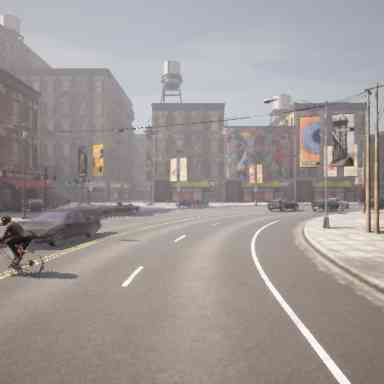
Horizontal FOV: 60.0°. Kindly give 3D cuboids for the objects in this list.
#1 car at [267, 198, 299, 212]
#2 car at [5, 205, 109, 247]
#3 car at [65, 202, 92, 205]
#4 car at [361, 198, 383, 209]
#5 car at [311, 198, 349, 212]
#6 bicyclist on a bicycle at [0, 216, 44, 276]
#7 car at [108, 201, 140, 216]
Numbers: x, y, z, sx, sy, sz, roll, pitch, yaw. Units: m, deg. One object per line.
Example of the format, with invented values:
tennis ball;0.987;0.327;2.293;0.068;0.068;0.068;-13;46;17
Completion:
car;10.768;1.491;39.205;4.902;1.511;2.128;0;0;-44
car;-6.065;1.547;15.384;2.033;1.411;5.357;0;0;11
car;-9.485;1.520;27.168;2.002;1.452;4.674;0;0;21
car;24.176;1.526;43.323;4.674;1.442;1.812;0;0;-20
car;15.930;1.504;38.962;4.892;1.490;1.837;0;0;-38
bicyclist on a bicycle;-4.756;1.455;8.834;1.656;1.620;0.582;-2;0;3
car;-7.237;1.595;32.440;1.895;1.301;4.718;0;0;31
